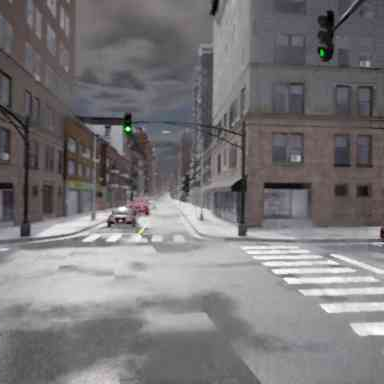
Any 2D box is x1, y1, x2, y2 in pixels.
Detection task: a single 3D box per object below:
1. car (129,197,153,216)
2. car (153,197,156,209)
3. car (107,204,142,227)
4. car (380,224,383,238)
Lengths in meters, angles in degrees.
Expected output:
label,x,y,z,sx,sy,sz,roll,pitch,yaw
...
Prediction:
label,x,y,z,sx,sy,sz,roll,pitch,yaw
car,-6.157,1.674,39.533,2.150,2.045,5.566,1,0,-4
car,-7.471,1.946,58.564,2.150,2.045,5.566,1,-1,-4
car,-5.101,1.830,25.018,1.994,1.385,4.181,1,-1,-5
car,10.912,1.467,14.338,5.009,1.841,2.192,0,0,-4
